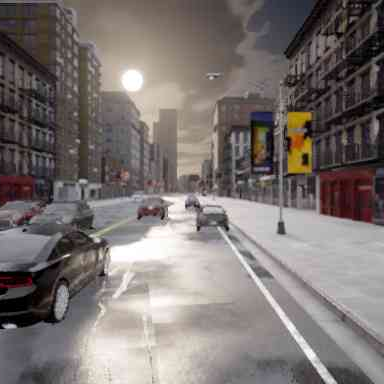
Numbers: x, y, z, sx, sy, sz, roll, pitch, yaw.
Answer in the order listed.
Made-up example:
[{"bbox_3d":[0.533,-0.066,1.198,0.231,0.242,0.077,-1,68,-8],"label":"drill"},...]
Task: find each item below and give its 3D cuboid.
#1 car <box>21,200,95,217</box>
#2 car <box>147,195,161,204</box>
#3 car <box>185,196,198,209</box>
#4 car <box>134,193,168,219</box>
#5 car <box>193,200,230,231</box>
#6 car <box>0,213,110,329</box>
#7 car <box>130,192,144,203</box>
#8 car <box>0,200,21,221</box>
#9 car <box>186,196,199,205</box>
[{"bbox_3d":[-6.590,1.281,17.324,2.097,1.767,4.553,0,0,0],"label":"car"},{"bbox_3d":[-6.526,1.276,57.844,1.812,1.442,4.674,0,0,1],"label":"car"},{"bbox_3d":[0.053,1.420,42.527,1.895,1.301,4.718,0,0,1],"label":"car"},{"bbox_3d":[-3.136,1.238,27.506,2.097,1.767,4.553,0,0,0],"label":"car"},{"bbox_3d":[1.147,1.446,19.705,1.812,1.442,4.674,0,0,0],"label":"car"},{"bbox_3d":[-3.146,1.449,7.077,1.882,1.535,5.008,0,0,0],"label":"car"},{"bbox_3d":[-9.752,0.961,60.318,2.150,2.045,5.566,0,0,1],"label":"car"},{"bbox_3d":[-9.839,1.274,19.052,2.097,1.767,4.553,0,0,0],"label":"car"},{"bbox_3d":[0.026,1.316,53.912,2.033,1.411,5.357,0,0,0],"label":"car"}]
